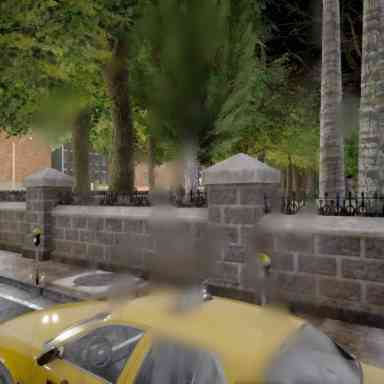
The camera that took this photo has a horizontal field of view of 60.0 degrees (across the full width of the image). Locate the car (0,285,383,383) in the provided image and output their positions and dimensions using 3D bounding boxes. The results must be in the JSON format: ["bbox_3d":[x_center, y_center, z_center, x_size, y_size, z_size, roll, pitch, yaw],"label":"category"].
[{"bbox_3d":[-0.221,1.526,2.976,4.829,1.417,1.752,0,-1,35],"label":"car"}]
